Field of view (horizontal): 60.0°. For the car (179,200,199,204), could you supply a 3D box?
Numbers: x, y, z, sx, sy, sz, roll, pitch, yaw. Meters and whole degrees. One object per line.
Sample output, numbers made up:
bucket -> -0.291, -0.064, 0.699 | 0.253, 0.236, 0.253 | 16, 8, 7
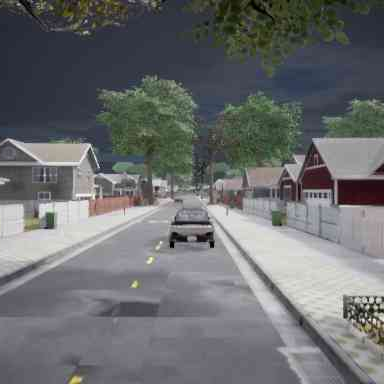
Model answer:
car -> 0.000, 1.631, 29.680 | 1.895, 1.301, 4.718 | 0, 0, 0

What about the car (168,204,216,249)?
car -> 0.000, 1.497, 14.651 | 2.128, 1.511, 4.902 | 0, 0, 0

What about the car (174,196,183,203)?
car -> -2.750, 1.552, 69.262 | 1.882, 1.535, 5.008 | 0, 0, 0
